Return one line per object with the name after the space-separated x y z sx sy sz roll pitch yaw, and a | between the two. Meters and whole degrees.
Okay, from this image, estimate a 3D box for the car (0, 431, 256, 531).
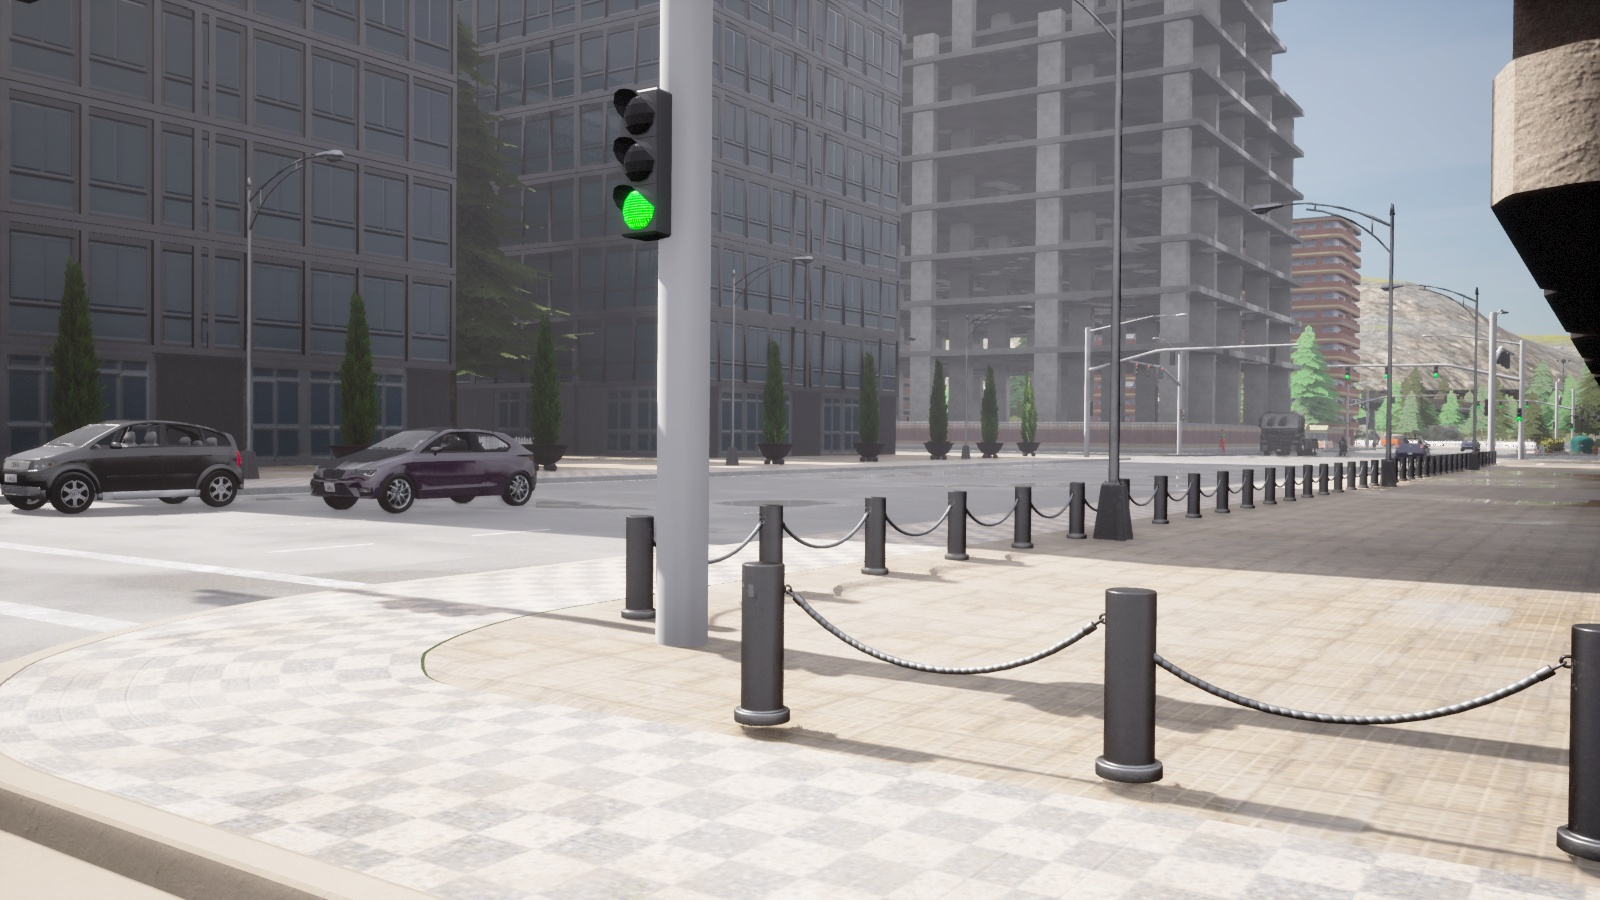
-11.657 0.463 21.730 1.789 1.549 3.705 0 1 34 | car

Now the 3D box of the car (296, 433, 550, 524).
-6.723 0.439 22.796 1.816 1.474 4.193 0 1 34 | car

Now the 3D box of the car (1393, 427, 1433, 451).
38.059 -0.691 77.899 1.845 1.501 3.633 0 1 32 | car
